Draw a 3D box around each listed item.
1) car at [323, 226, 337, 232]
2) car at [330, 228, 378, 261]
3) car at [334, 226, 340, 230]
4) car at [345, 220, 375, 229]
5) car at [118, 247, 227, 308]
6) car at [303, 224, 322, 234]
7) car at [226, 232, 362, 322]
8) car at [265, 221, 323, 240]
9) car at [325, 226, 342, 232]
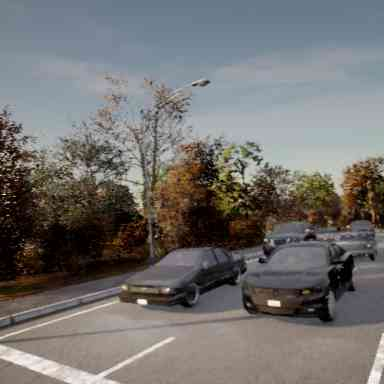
[{"bbox_3d":[15.142,4.931,37.880,1.895,1.301,4.718,-6,-8,22],"label":"car"},{"bbox_3d":[8.617,2.790,17.495,1.895,1.301,4.718,-7,-8,30],"label":"car"},{"bbox_3d":[29.861,8.261,72.405,2.033,1.411,5.357,-5,-7,1],"label":"car"},{"bbox_3d":[16.672,3.833,32.800,2.150,2.045,5.566,-6,-8,23],"label":"car"},{"bbox_3d":[0.086,2.502,10.673,2.033,1.411,5.357,-7,-6,30],"label":"car"},{"bbox_3d":[29.978,9.276,83.037,2.150,2.045,5.566,-4,-7,-4],"label":"car"},{"bbox_3d":[3.017,2.078,8.796,1.882,1.535,5.008,-7,-6,33],"label":"car"},{"bbox_3d":[6.055,2.828,20.077,2.150,2.045,5.566,-7,-7,30],"label":"car"},{"bbox_3d":[33.550,8.871,79.197,1.895,1.301,4.718,-4,-7,-2],"label":"car"}]
